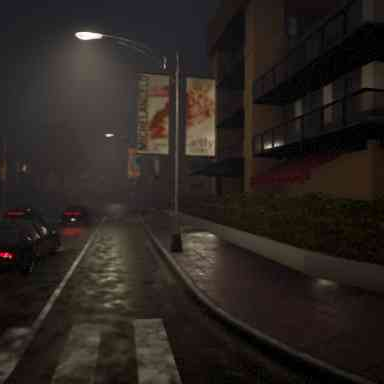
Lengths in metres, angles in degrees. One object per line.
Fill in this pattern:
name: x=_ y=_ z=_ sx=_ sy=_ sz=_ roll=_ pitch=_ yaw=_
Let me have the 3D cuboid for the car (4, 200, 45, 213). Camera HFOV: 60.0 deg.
car: x=-11.867 y=1.576 z=23.773 sx=1.837 sy=1.490 sz=4.892 roll=1 pitch=-1 yaw=-12

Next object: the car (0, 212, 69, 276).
car: x=-5.522 y=1.577 z=10.320 sx=2.033 sy=1.411 sz=5.357 roll=1 pitch=0 yaw=-10

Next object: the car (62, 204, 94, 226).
car: x=-8.475 y=1.624 z=24.662 sx=1.837 sy=1.490 sz=4.892 roll=1 pitch=-1 yaw=-12

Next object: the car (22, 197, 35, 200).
car: x=-39.201 y=1.828 z=79.587 sx=1.895 sy=1.301 sz=4.718 roll=1 pitch=-1 yaw=-12
